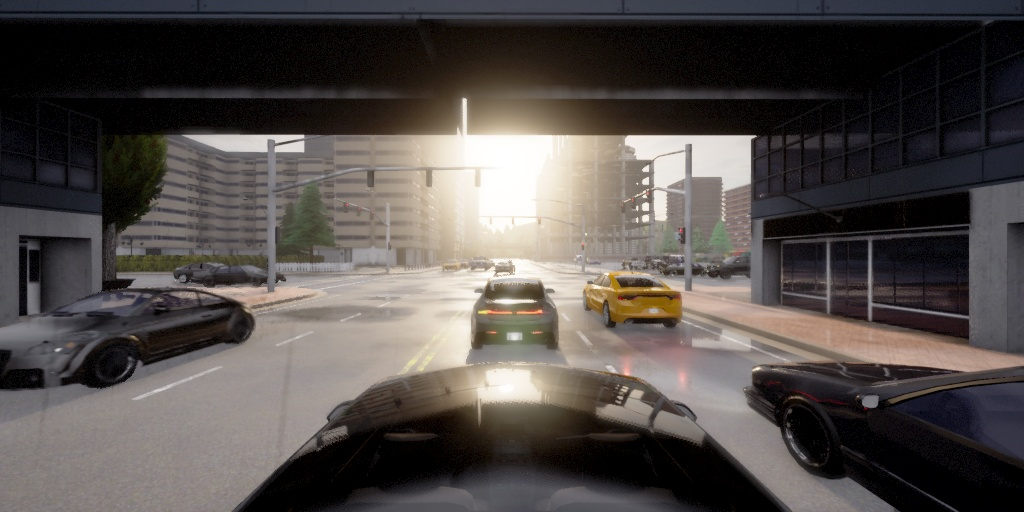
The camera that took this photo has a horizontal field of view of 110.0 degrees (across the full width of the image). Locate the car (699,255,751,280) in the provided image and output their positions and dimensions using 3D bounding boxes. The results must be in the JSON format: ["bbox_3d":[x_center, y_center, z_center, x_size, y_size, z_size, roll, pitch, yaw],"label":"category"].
[{"bbox_3d":[19.903,0.971,31.357,5.566,2.045,2.150,0,0,1],"label":"car"}]

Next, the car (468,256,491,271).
[{"bbox_3d":[-4.508,0.971,50.539,2.150,2.045,5.566,0,0,0],"label":"car"}]

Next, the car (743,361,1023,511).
[{"bbox_3d":[3.600,1.297,1.668,2.033,1.411,5.357,0,0,0],"label":"car"}]

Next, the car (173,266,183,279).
[{"bbox_3d":[-22.934,1.255,27.419,4.892,1.490,1.837,0,0,0],"label":"car"}]

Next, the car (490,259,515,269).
[{"bbox_3d":[-0.759,1.297,39.428,2.033,1.411,5.357,0,0,5],"label":"car"}]

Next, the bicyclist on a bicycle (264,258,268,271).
[{"bbox_3d":[-25.997,1.051,38.388,0.582,1.620,1.656,0,0,0],"label":"bicyclist on a bicycle"}]

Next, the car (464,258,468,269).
[{"bbox_3d":[-8.044,1.228,57.229,1.882,1.535,5.008,0,0,0],"label":"car"}]

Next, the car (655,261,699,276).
[{"bbox_3d":[16.890,1.351,34.896,4.718,1.301,1.895,0,0,0],"label":"car"}]

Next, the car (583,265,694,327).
[{"bbox_3d":[3.578,1.228,11.495,1.882,1.535,5.008,0,0,0],"label":"car"}]

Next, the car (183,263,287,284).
[{"bbox_3d":[-18.176,1.297,23.948,5.357,1.411,2.033,0,0,-1],"label":"car"}]

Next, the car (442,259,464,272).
[{"bbox_3d":[-7.992,1.228,47.657,1.882,1.535,5.008,0,0,0],"label":"car"}]

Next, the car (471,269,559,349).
[{"bbox_3d":[0.066,1.255,9.124,1.837,1.490,4.892,0,0,0],"label":"car"}]

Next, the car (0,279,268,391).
[{"bbox_3d":[-7.069,1.314,6.759,1.994,1.385,4.181,0,0,0],"label":"car"}]
